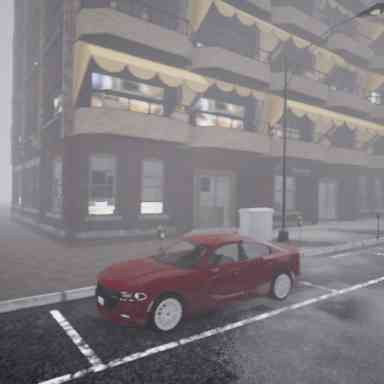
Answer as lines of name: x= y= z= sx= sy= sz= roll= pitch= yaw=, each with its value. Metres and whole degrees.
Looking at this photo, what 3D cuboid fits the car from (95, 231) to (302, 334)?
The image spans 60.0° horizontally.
car: x=0.338 y=1.546 z=6.783 sx=4.507 sy=1.381 sz=1.887 roll=0 pitch=1 yaw=-35
